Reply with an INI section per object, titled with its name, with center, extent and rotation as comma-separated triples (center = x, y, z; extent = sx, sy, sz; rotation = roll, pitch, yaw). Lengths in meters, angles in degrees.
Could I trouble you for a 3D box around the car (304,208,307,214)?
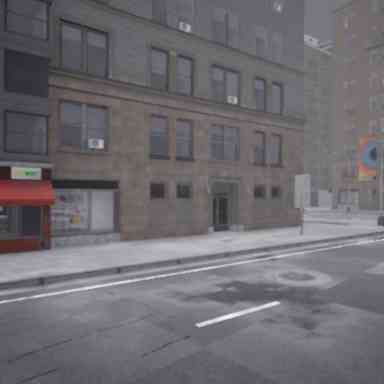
[car]
center = 11.583, 1.791, 40.195
extent = 2.097, 1.767, 4.553
rotation = 0, -1, -35
